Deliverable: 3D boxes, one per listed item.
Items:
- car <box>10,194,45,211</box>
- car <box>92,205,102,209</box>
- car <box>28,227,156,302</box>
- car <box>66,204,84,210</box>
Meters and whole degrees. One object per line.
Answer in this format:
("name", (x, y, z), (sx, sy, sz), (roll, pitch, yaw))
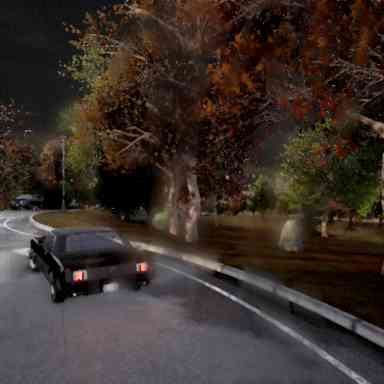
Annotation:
("car", (-20.287, 1.255, 41.325), (2.150, 2.045, 5.566), (0, -2, -1))
("car", (-20.798, 3.277, 73.728), (1.882, 1.535, 5.008), (0, -4, -1))
("car", (-2.729, 1.511, 8.193), (1.895, 1.301, 4.718), (0, 1, -33))
("car", (-20.558, 2.669, 58.179), (1.895, 1.301, 4.718), (0, -4, -1))
